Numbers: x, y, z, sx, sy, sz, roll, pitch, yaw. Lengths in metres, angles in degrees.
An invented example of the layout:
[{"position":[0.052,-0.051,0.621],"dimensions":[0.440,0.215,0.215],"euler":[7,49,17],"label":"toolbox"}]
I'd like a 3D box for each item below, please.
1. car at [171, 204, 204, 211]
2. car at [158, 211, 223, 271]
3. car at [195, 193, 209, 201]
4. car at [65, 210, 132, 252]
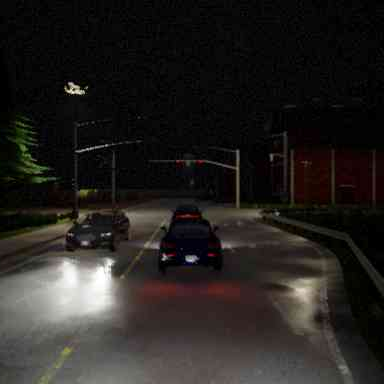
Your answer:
[{"position":[-0.290,1.560,21.197],"dimensions":[1.837,1.490,4.892],"euler":[0,0,-1],"label":"car"},{"position":[-0.065,1.554,10.882],"dimensions":[1.812,1.442,4.674],"euler":[0,0,-1],"label":"car"},{"position":[2.586,1.362,85.066],"dimensions":[1.905,1.878,3.866],"euler":[-8,3,-43],"label":"car"},{"position":[-3.781,1.531,14.114],"dimensions":[2.128,1.511,4.902],"euler":[0,0,-1],"label":"car"}]
